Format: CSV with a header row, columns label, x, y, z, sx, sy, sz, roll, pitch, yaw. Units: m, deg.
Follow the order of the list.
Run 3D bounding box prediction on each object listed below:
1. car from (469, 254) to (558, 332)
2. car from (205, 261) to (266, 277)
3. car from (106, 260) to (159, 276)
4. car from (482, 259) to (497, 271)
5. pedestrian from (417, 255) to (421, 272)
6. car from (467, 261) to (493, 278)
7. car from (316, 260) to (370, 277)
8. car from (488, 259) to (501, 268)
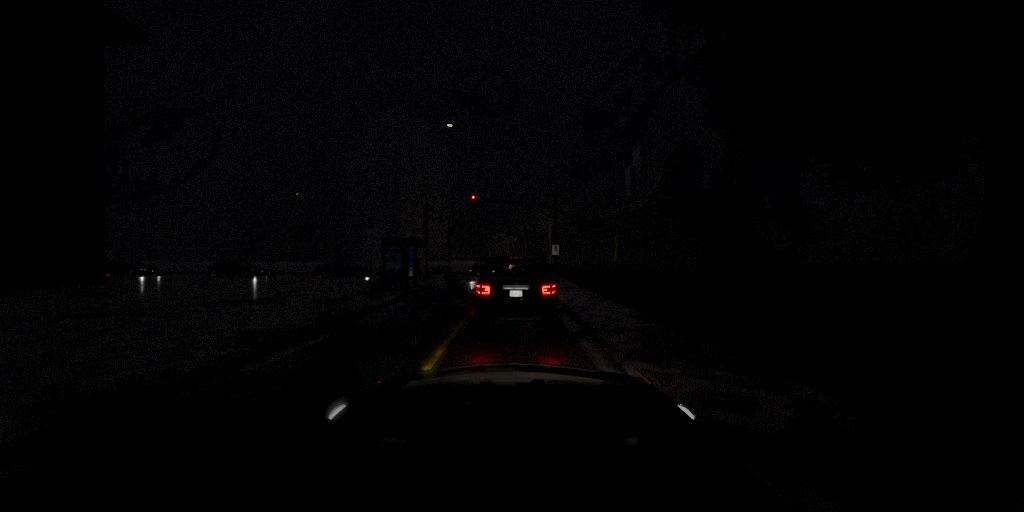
label,x,y,z,sx,sy,sz,roll,pitch,yaw
car,0.099,0.968,11.039,2.150,2.045,5.566,0,0,0
car,-25.343,1.175,32.986,4.892,1.490,1.837,0,1,1
car,-35.716,1.146,33.263,4.892,1.490,1.837,0,1,2
car,-3.079,1.225,49.681,1.812,1.442,4.674,0,0,0
pedestrian,-10.071,0.800,38.828,0.375,1.860,0.375,0,0,1
car,-3.080,1.270,35.384,2.033,1.411,5.357,0,0,0
car,-15.157,1.176,32.728,5.008,1.535,1.882,0,0,0
car,-3.058,1.243,62.140,1.994,1.385,4.181,0,0,0
